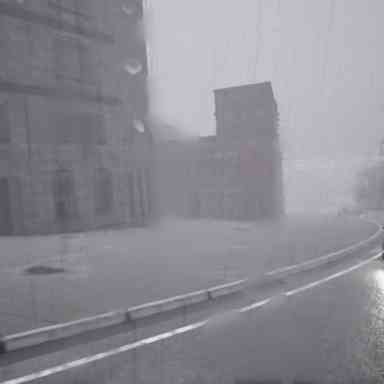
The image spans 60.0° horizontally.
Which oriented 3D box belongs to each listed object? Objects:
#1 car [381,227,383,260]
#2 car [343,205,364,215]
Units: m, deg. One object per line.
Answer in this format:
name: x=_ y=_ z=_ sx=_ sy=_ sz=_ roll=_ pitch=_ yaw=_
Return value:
car: x=8.227 y=1.615 z=11.977 sx=1.837 sy=1.490 sz=4.892 roll=-1 pitch=-2 yaw=40
car: x=24.128 y=2.714 z=49.966 sx=2.033 sy=1.411 sz=5.357 roll=-4 pitch=-3 yaw=11
